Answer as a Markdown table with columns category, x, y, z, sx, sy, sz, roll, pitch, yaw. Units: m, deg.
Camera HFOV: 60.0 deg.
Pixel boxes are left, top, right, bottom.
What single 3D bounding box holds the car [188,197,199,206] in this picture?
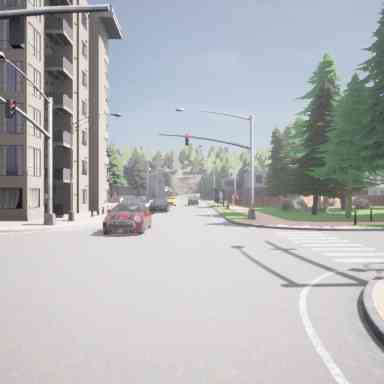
| category | x | y | z | sx | sy | sz | roll | pitch | yaw |
| --- | --- | --- | --- | --- | --- | --- | --- | --- | --- |
| car | 0.196 | 1.547 | 55.737 | 2.033 | 1.411 | 5.357 | 0 | 0 | 0 |

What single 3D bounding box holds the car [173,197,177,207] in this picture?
| category | x | y | z | sx | sy | sz | roll | pitch | yaw |
| --- | --- | --- | --- | --- | --- | --- | --- | --- | --- |
| car | -3.377 | 1.477 | 53.031 | 1.882 | 1.535 | 5.008 | 0 | 0 | 1 |

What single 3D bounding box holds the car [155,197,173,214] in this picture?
| category | x | y | z | sx | sy | sz | roll | pitch | yaw |
| --- | --- | --- | --- | --- | --- | --- | --- | --- | --- |
| car | -3.472 | 1.477 | 36.215 | 1.882 | 1.535 | 5.008 | 0 | 0 | 0 |

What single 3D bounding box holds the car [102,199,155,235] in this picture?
| category | x | y | z | sx | sy | sz | roll | pitch | yaw |
| --- | --- | --- | --- | --- | --- | --- | --- | --- | --- |
| car | -3.535 | 1.349 | 18.734 | 2.097 | 1.767 | 4.553 | 0 | 0 | 0 |
